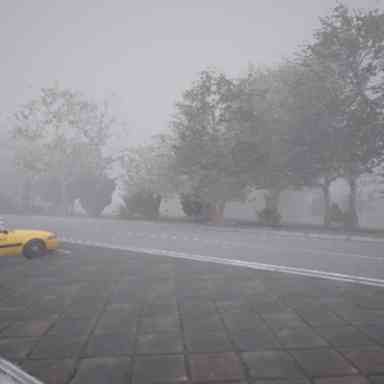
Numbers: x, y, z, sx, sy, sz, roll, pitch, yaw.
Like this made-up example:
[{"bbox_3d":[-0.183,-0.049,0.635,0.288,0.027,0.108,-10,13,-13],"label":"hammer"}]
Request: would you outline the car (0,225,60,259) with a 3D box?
[{"bbox_3d":[-6.796,1.477,10.211,1.946,1.575,5.366,-1,0,35],"label":"car"}]
